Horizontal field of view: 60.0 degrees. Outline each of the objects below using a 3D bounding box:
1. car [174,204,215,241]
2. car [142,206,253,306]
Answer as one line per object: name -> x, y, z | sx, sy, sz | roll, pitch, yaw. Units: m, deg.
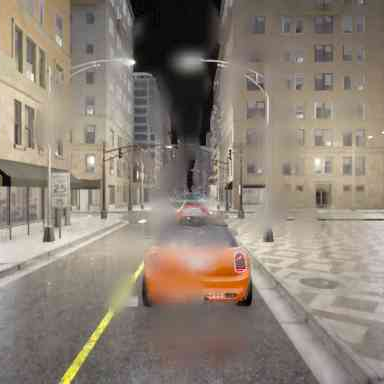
car -> 0.096, 1.476, 17.766 | 1.882, 1.535, 5.008 | 0, 0, 0
car -> 0.094, 1.352, 8.166 | 2.097, 1.767, 4.553 | 0, 0, 0
